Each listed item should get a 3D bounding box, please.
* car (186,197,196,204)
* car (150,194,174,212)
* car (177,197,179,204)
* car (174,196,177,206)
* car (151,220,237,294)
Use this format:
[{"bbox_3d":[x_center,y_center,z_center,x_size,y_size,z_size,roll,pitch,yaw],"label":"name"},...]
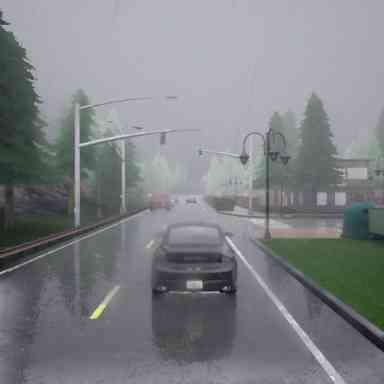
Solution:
[{"bbox_3d":[-0.132,1.582,66.620,1.994,1.385,4.181,0,0,0],"label":"car"},{"bbox_3d":[-3.679,1.232,39.967,2.150,2.045,5.566,0,0,0],"label":"car"},{"bbox_3d":[-3.658,1.510,66.030,2.128,1.511,4.902,0,0,0],"label":"car"},{"bbox_3d":[-3.693,1.540,51.302,1.812,1.442,4.674,0,0,0],"label":"car"},{"bbox_3d":[0.057,1.508,8.763,1.837,1.490,4.892,0,0,0],"label":"car"}]
